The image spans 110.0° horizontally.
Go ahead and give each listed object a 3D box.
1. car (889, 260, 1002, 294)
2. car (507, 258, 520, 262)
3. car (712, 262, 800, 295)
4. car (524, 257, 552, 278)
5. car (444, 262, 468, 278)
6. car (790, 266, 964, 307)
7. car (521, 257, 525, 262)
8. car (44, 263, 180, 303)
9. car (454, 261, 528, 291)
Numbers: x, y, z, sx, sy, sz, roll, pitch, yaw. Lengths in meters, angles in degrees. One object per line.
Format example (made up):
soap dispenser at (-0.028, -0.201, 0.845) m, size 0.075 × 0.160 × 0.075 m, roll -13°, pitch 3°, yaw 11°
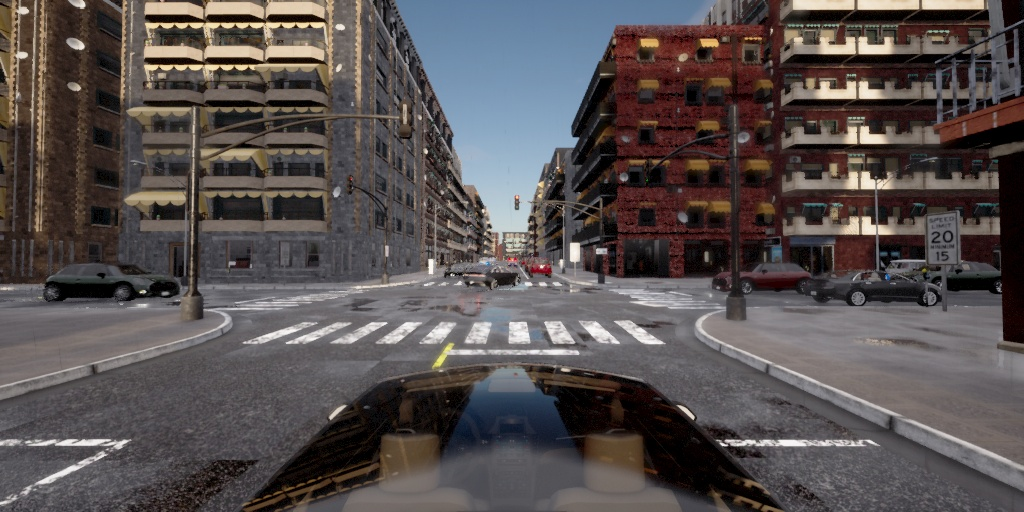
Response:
car at (23.085, 1.079, 19.145) m, size 4.553 × 1.767 × 2.097 m, roll 0°, pitch -1°, yaw 0°
car at (0.072, 1.425, 63.670) m, size 1.895 × 1.301 × 4.718 m, roll 0°, pitch 0°, yaw 0°
car at (13.236, 1.102, 19.159) m, size 4.553 × 1.767 × 2.097 m, roll 0°, pitch -1°, yaw -1°
car at (2.604, 1.078, 34.053) m, size 2.192 × 1.841 × 5.009 m, roll 0°, pitch 0°, yaw 0°
car at (-5.277, 1.329, 34.017) m, size 1.948 × 1.339 × 4.313 m, roll 0°, pitch 0°, yaw 0°
car at (13.759, 1.186, 13.747) m, size 4.403 × 1.370 × 2.007 m, roll 0°, pitch 0°, yaw 0°
car at (2.617, 1.087, 45.176) m, size 2.192 × 1.841 × 5.009 m, roll 0°, pitch 0°, yaw 0°
car at (-18.031, 1.130, 16.341) m, size 4.553 × 1.767 × 2.097 m, roll 0°, pitch -1°, yaw 0°
car at (-1.181, 1.337, 23.023) m, size 2.128 × 1.511 × 4.902 m, roll 1°, pitch 0°, yaw 29°
